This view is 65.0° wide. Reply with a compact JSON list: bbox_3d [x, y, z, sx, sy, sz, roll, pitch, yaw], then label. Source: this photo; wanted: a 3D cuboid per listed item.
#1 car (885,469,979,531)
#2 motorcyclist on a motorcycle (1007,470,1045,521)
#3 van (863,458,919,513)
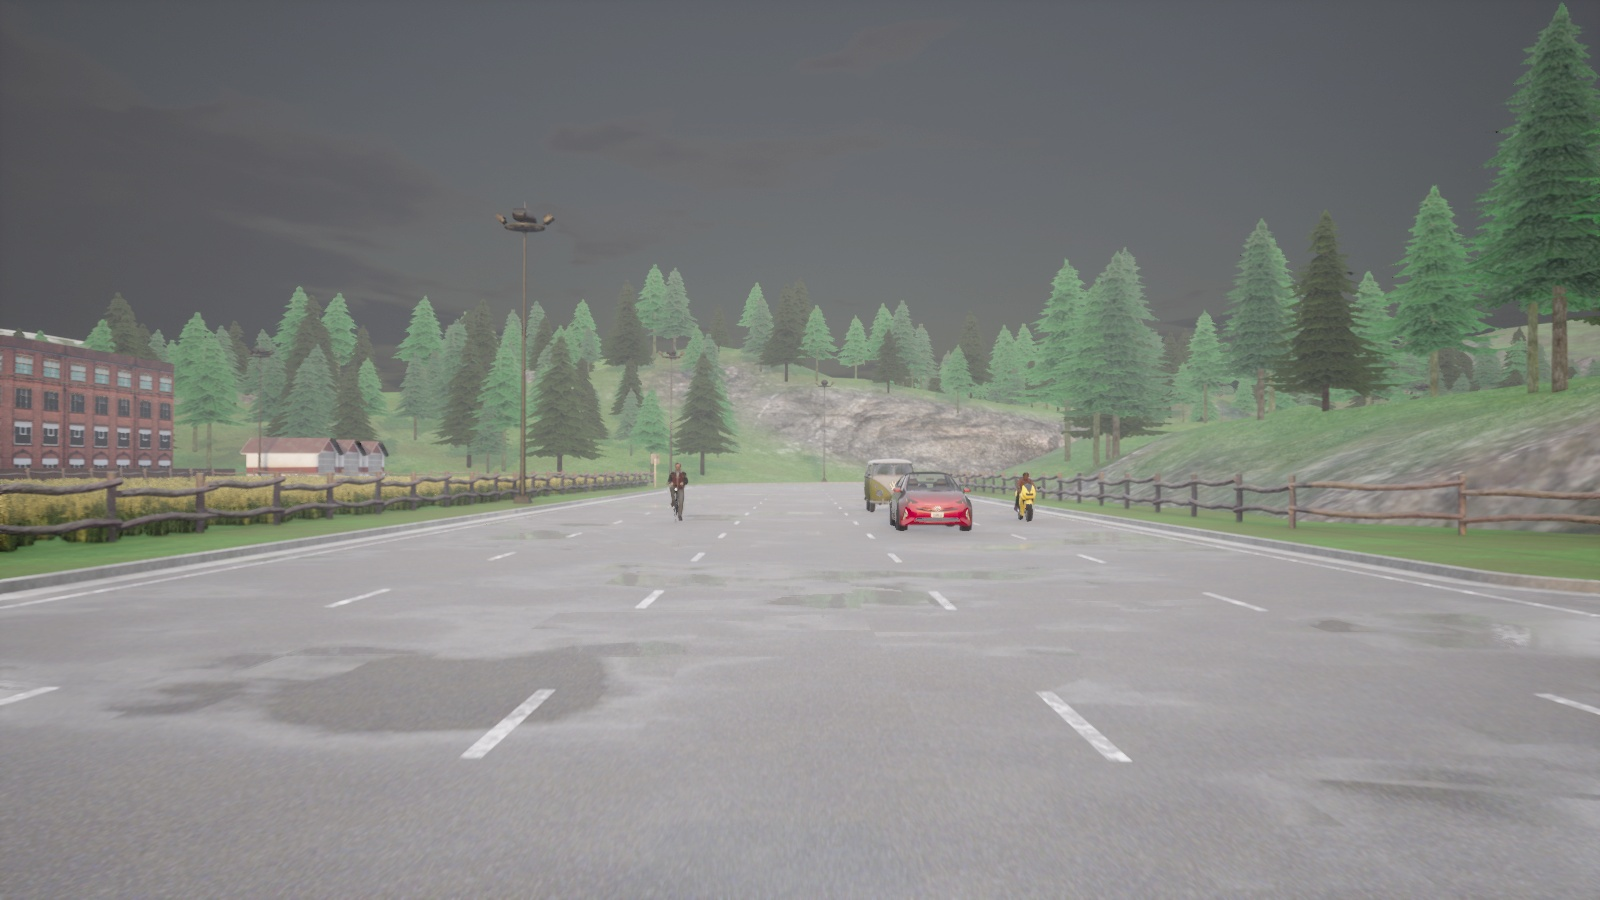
[{"bbox_3d":[3.419,1.269,33.435,2.007,1.525,4.514,0,-1,0],"label":"car"},{"bbox_3d":[6.909,1.370,38.514,0.797,1.523,2.044,0,-1,0],"label":"motorcyclist on a motorcycle"},{"bbox_3d":[3.400,1.290,47.507,1.775,1.987,4.442,0,0,0],"label":"van"}]
